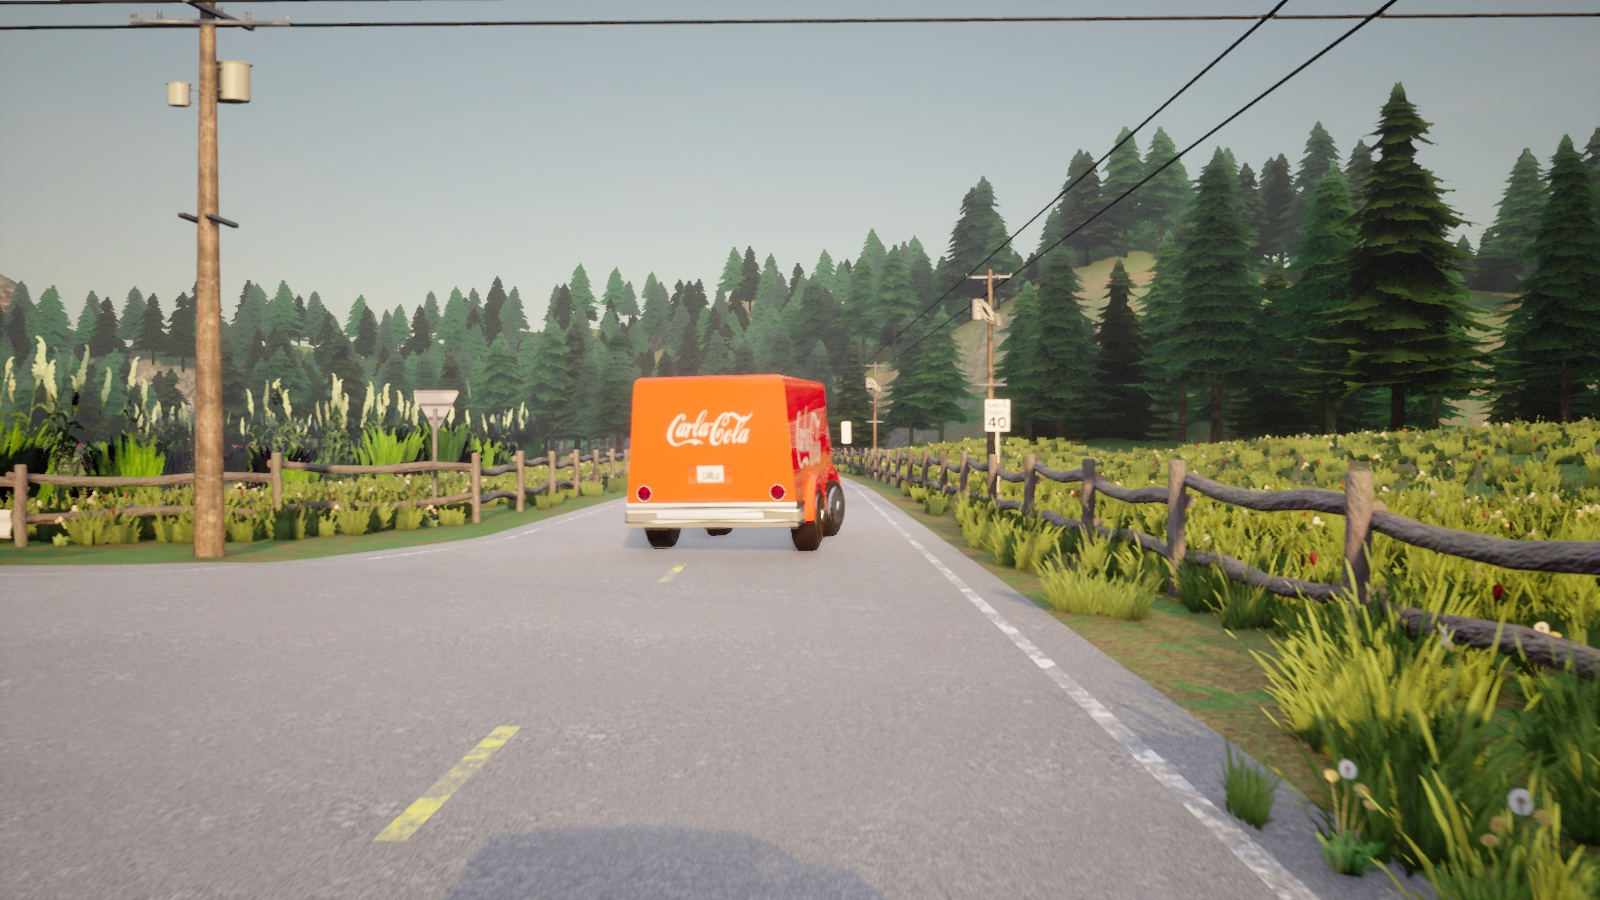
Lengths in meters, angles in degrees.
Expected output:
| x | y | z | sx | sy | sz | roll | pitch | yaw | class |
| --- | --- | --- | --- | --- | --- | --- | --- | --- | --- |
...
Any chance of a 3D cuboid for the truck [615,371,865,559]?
| x | y | z | sx | sy | sz | roll | pitch | yaw | class |
| --- | --- | --- | --- | --- | --- | --- | --- | --- | --- |
| -0.686 | 0.186 | 19.223 | 2.627 | 2.467 | 5.204 | -1 | 0 | 11 | truck |
